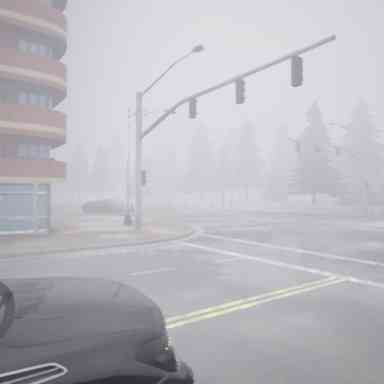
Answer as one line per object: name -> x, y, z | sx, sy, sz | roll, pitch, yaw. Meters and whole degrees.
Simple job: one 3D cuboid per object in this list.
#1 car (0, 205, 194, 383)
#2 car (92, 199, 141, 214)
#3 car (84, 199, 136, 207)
car -> -2.646, 1.215, 1.900 | 5.566, 2.045, 2.150 | 0, 0, -35
car -> -8.174, 1.513, 35.941 | 4.902, 1.511, 2.128 | 0, 0, 24
car -> -8.282, 1.500, 32.137 | 4.902, 1.511, 2.128 | 0, 0, 26
